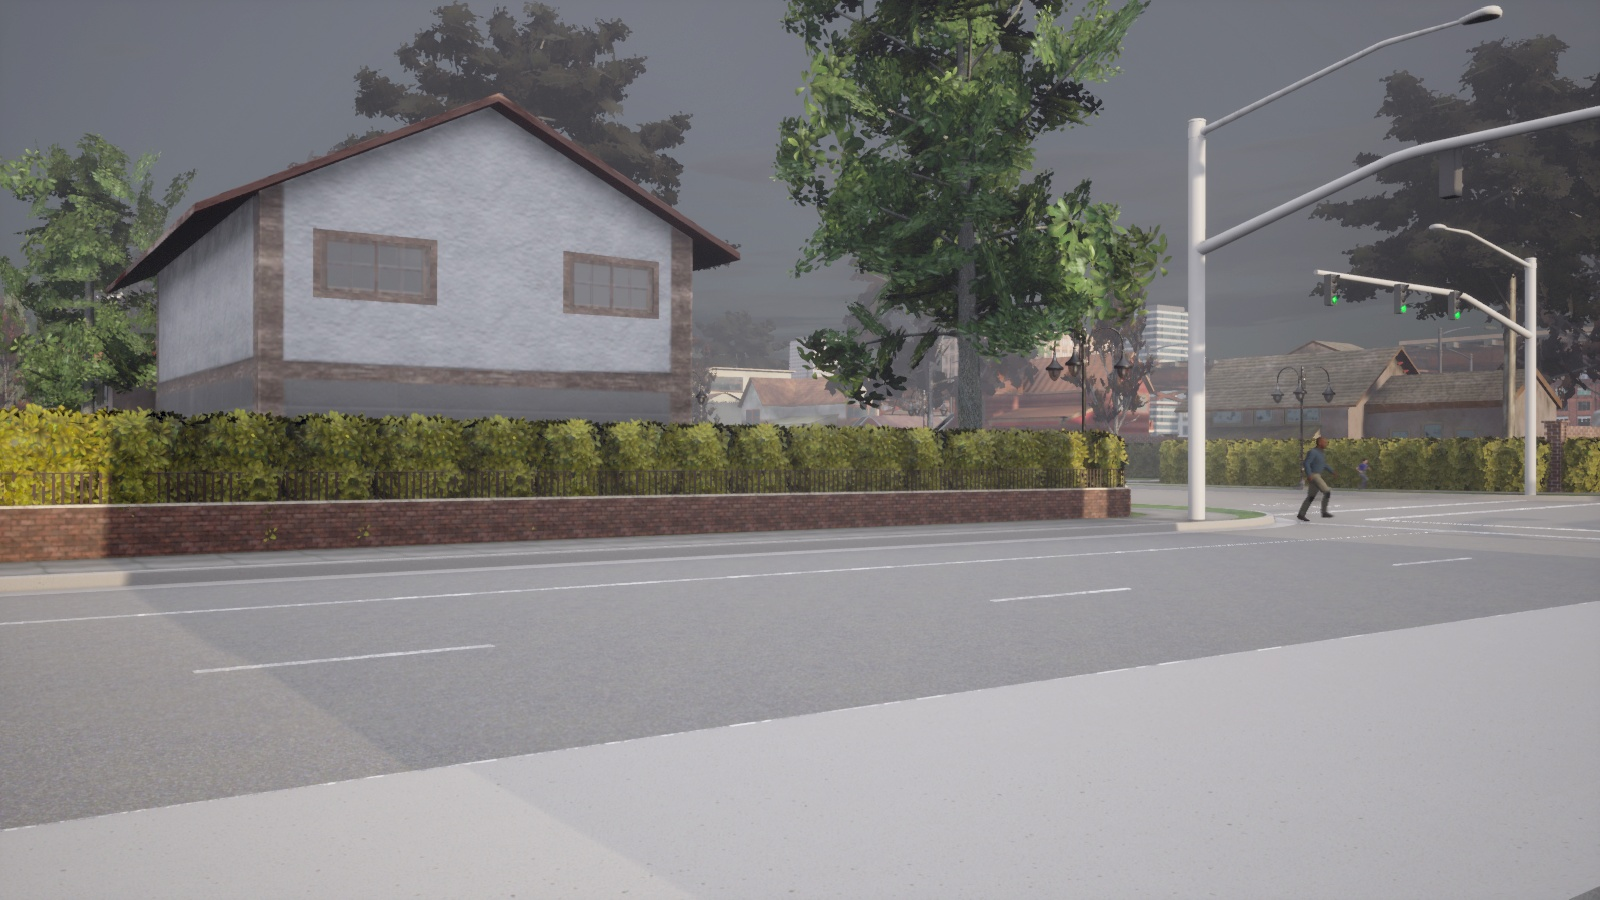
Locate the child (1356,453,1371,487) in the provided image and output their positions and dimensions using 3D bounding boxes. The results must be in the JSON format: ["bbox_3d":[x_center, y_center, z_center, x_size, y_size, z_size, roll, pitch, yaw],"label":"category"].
[{"bbox_3d":[20.931,0.741,46.620,0.270,1.263,0.437,0,0,-34],"label":"child"}]

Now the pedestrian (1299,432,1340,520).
[{"bbox_3d":[11.012,0.542,26.636,0.726,1.835,0.370,0,0,39],"label":"pedestrian"}]
